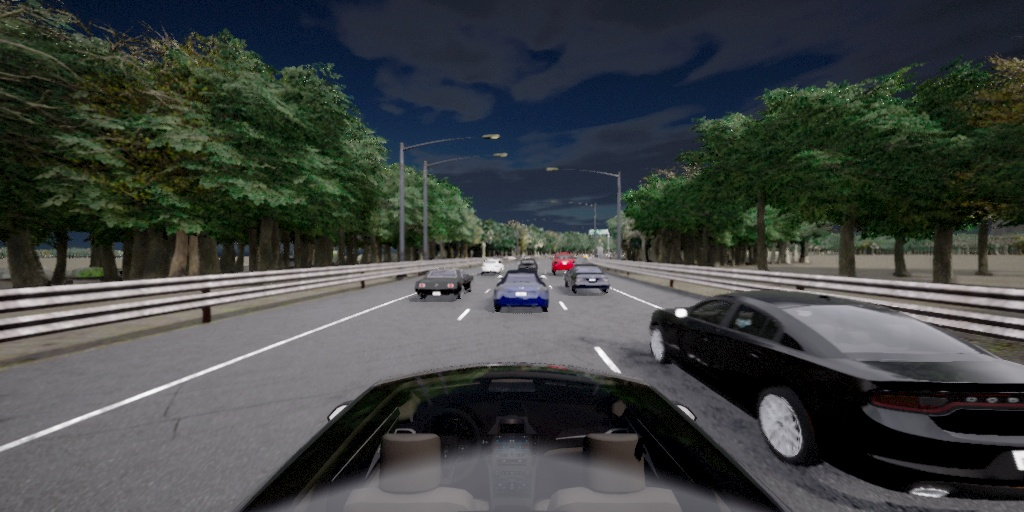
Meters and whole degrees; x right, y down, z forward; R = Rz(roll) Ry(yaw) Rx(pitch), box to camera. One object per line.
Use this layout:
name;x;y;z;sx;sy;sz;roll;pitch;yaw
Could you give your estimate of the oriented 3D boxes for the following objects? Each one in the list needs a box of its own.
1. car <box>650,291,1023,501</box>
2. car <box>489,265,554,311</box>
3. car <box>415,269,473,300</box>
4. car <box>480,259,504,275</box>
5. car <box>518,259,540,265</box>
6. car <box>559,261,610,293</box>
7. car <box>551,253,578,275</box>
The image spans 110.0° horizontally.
car;3.543;1.209;4.889;1.882;1.535;5.008;0;0;1
car;0.374;1.234;14.068;1.994;1.385;4.181;0;0;2
car;-3.028;1.250;17.096;1.895;1.301;4.718;0;0;2
car;-1.863;1.057;35.174;1.812;1.442;4.674;0;0;5
car;1.616;1.041;34.760;1.837;1.490;4.892;0;0;5
car;3.984;1.182;19.686;2.033;1.411;5.357;0;0;3
car;5.048;0.754;35.336;2.150;2.045;5.566;0;0;5
